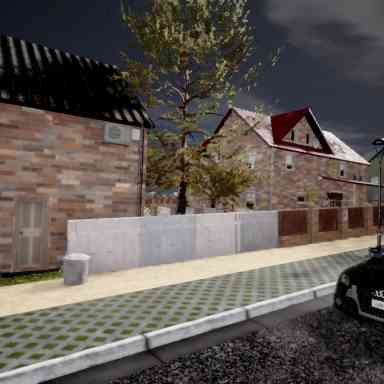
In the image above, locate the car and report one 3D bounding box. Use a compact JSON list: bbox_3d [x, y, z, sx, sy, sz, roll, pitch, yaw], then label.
[{"bbox_3d":[4.553,1.572,6.305,4.181,1.385,1.994,0,0,-35],"label":"car"}]
